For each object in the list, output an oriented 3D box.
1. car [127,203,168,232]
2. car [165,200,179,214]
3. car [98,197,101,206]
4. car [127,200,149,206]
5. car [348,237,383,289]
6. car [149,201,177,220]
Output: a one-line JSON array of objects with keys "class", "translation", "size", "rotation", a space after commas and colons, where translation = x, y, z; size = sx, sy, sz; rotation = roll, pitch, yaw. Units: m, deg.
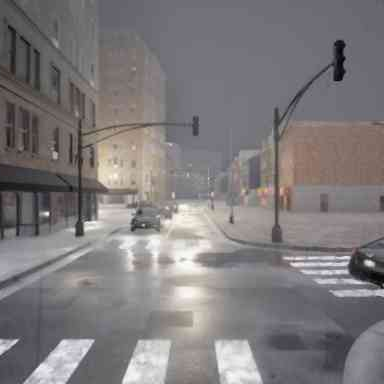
[{"class": "car", "translation": [-2.845, 1.733, 22.008], "size": [1.837, 1.490, 4.892], "rotation": [0, -1, 0]}, {"class": "car", "translation": [-2.793, 1.793, 42.167], "size": [2.097, 1.767, 4.553], "rotation": [0, -1, 0]}, {"class": "car", "translation": [-18.998, 1.932, 59.215], "size": [5.566, 2.045, 2.150], "rotation": [0, 0, 9]}, {"class": "car", "translation": [-8.977, 2.168, 57.576], "size": [4.674, 1.442, 1.812], "rotation": [0, 0, 9]}, {"class": "car", "translation": [6.098, 1.628, 8.179], "size": [4.181, 1.385, 1.994], "rotation": [0, -1, -12]}, {"class": "car", "translation": [-2.832, 1.896, 31.927], "size": [1.994, 1.385, 4.181], "rotation": [0, -1, 0]}]
